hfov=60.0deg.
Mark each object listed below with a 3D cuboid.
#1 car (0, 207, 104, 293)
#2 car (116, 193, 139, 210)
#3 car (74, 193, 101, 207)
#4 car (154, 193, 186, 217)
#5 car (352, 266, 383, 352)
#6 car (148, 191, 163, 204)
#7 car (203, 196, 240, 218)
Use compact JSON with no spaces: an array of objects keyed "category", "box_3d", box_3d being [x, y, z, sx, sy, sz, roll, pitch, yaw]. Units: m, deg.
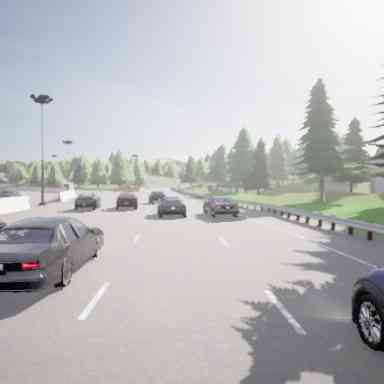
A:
[{"category":"car","box_3d":[-3.693,1.362,8.559,2.033,1.411,5.357,0,1,-3]},{"category":"car","box_3d":[-6.172,0.795,31.847,1.882,1.535,5.008,0,1,-9]},{"category":"car","box_3d":[-9.517,0.835,30.605,2.128,1.511,4.902,0,1,-9]},{"category":"car","box_3d":[-1.556,1.036,24.561,1.994,1.385,4.181,0,1,-7]},{"category":"car","box_3d":[3.457,1.282,3.116,2.097,1.767,4.553,0,1,-1]},{"category":"car","box_3d":[-4.380,0.615,41.530,1.837,1.490,4.892,0,1,-12]},{"category":"car","box_3d":[2.008,1.027,24.187,2.033,1.411,5.357,0,1,-7]}]
